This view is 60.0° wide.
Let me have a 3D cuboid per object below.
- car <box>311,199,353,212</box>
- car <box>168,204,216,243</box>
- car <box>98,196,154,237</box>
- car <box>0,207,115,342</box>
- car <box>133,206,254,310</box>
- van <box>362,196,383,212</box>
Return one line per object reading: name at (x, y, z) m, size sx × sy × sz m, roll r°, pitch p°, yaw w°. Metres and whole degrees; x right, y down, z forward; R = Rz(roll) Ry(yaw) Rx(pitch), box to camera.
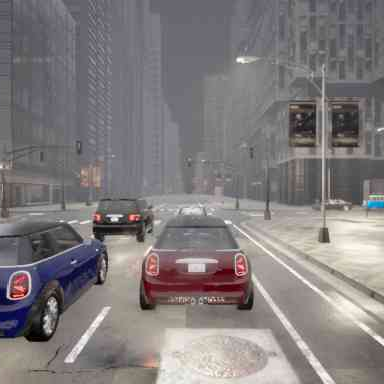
car at (15.789, 1.513, 37.567) m, size 4.403 × 1.369 × 2.008 m, roll 0°, pitch 0°, yaw 0°
car at (0.050, 1.491, 17.147) m, size 2.128 × 1.511 × 4.902 m, roll 0°, pitch 0°, yaw 2°
car at (-3.188, 1.222, 16.352) m, size 2.150 × 2.045 × 5.566 m, roll 0°, pitch 0°, yaw 0°
car at (-3.166, 1.352, 6.640) m, size 2.097 × 1.767 × 4.553 m, roll 0°, pitch 0°, yaw 0°
car at (0.081, 1.352, 7.960) m, size 2.097 × 1.767 × 4.553 m, roll 0°, pitch 0°, yaw 0°
van at (21.407, 1.292, 37.556) m, size 3.998 × 1.788 × 1.690 m, roll 0°, pitch 0°, yaw 0°
